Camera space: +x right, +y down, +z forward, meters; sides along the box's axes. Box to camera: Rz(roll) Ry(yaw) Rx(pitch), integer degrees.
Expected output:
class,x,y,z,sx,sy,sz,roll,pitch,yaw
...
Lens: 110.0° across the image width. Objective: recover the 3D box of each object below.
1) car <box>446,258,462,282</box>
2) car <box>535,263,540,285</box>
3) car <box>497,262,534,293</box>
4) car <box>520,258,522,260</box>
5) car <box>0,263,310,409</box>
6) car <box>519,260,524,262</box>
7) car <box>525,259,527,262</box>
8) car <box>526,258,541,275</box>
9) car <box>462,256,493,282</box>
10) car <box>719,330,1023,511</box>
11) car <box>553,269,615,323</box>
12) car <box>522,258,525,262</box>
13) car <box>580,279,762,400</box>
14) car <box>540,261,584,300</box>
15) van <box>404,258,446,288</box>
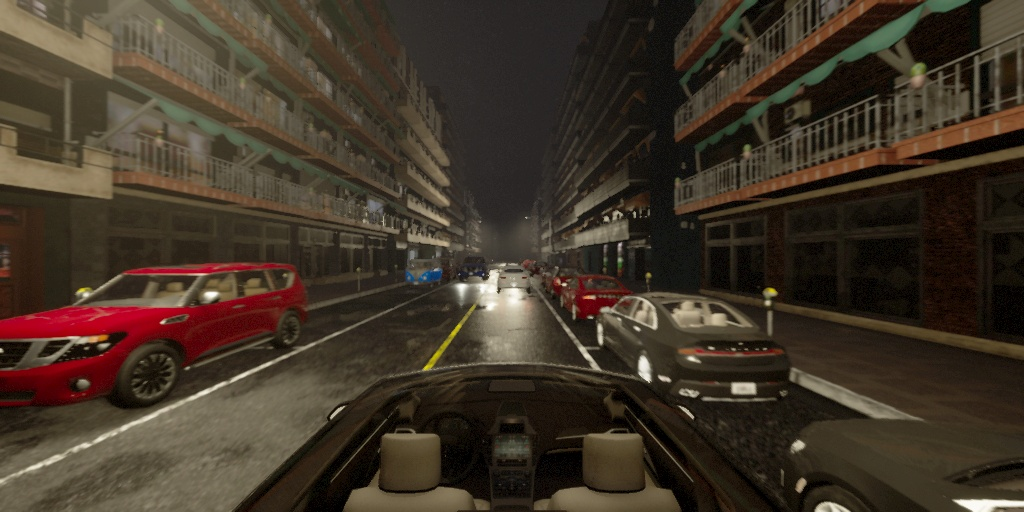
class,x,y,z,sx,sy,sz,roll,pitch,yaw
car,-5.693,1.083,29.009,2.192,1.841,5.009,0,0,0
car,2.688,1.340,23.329,1.802,1.307,4.207,0,0,0
car,0.097,1.282,20.934,1.812,1.442,4.674,0,0,0
car,2.685,1.378,57.300,1.888,1.381,4.507,0,0,0
car,-5.691,1.066,6.364,2.192,1.841,5.009,0,0,0
car,0.096,1.397,41.666,1.895,1.301,4.718,0,0,0
car,2.686,1.318,40.480,1.751,1.417,4.829,0,0,0
car,2.687,1.219,34.648,1.967,1.591,4.097,0,0,0
car,-3.062,0.993,29.812,2.150,2.045,5.566,0,0,0
car,2.690,1.300,0.681,2.007,1.370,4.403,0,0,0
car,2.689,1.297,12.006,1.888,1.381,4.507,0,0,0
car,2.685,1.365,51.635,1.888,1.381,4.507,0,0,0
car,2.689,1.301,6.344,2.007,1.370,4.403,0,0,0
car,2.688,1.194,17.666,1.967,1.591,4.097,0,0,0
van,-5.693,1.099,23.350,1.690,1.789,3.998,0,0,0
